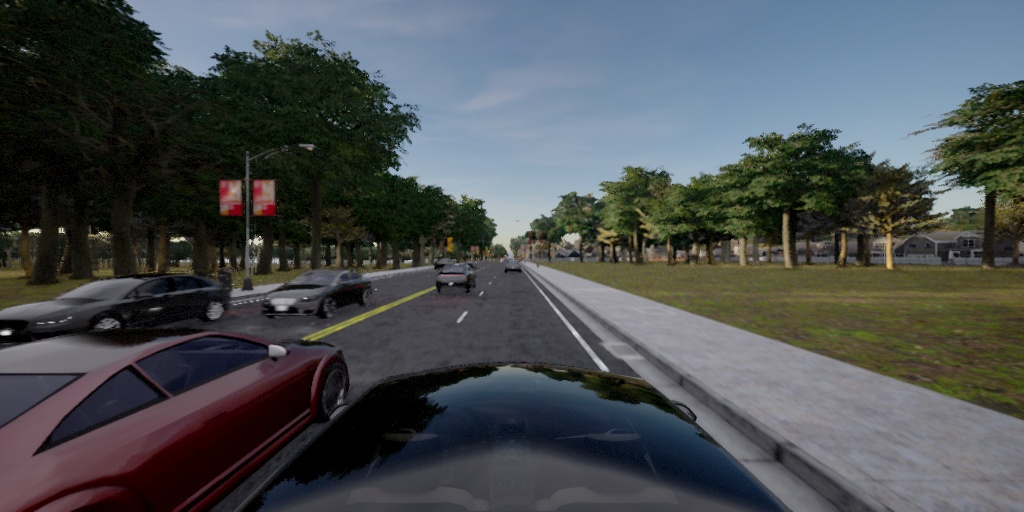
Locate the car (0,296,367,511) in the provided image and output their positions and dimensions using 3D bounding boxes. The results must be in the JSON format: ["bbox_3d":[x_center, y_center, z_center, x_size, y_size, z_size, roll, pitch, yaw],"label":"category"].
[{"bbox_3d":[-3.150,1.312,3.127,1.994,1.385,4.181,0,0,0],"label":"car"}]

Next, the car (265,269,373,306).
[{"bbox_3d":[-6.595,1.232,12.718,2.128,1.511,4.902,0,0,0],"label":"car"}]

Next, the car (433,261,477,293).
[{"bbox_3d":[-3.144,1.231,20.908,2.128,1.511,4.902,0,0,0],"label":"car"}]

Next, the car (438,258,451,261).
[{"bbox_3d":[-9.802,1.112,51.318,2.097,1.767,4.553,0,0,0],"label":"car"}]

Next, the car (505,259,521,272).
[{"bbox_3d":[0.115,1.313,44.872,1.994,1.385,4.181,0,0,0],"label":"car"}]

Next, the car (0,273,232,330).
[{"bbox_3d":[-9.847,1.247,9.401,1.837,1.490,4.892,0,0,0],"label":"car"}]
